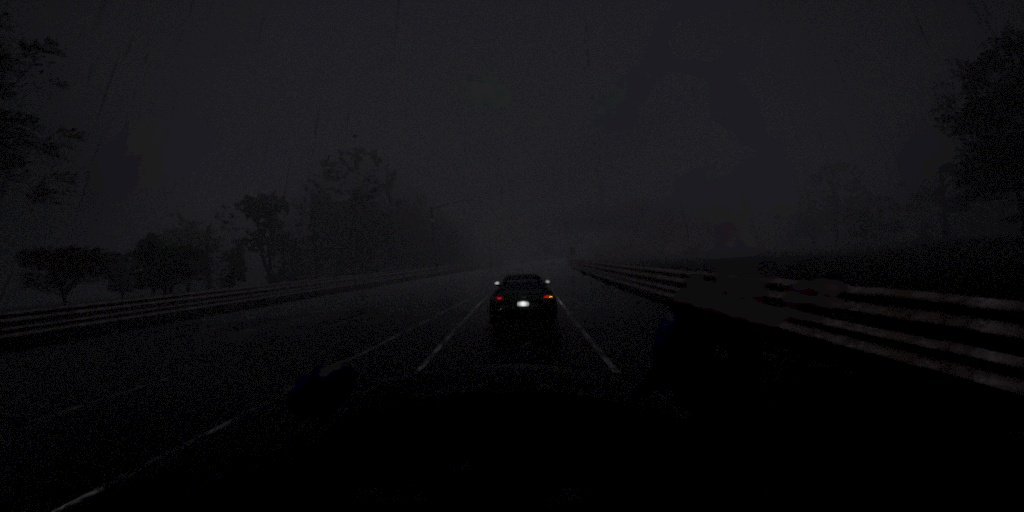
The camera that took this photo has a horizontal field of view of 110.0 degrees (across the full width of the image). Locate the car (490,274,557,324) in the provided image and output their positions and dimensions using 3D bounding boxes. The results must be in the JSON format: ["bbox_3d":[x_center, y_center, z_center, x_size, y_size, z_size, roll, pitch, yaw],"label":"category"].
[{"bbox_3d":[0.359,1.290,11.884,1.994,1.385,4.181,-2,0,2],"label":"car"}]
